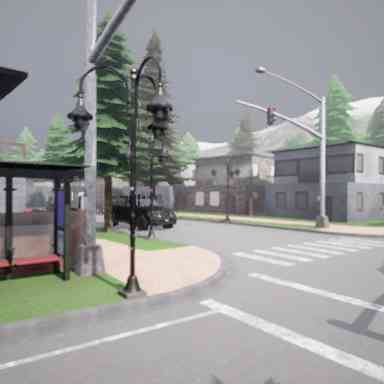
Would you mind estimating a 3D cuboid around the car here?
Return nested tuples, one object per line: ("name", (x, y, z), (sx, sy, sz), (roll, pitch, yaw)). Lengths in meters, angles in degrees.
("car", (-3.357, 1.258, 21.103), (2.150, 2.045, 5.566), (1, 0, -44))
